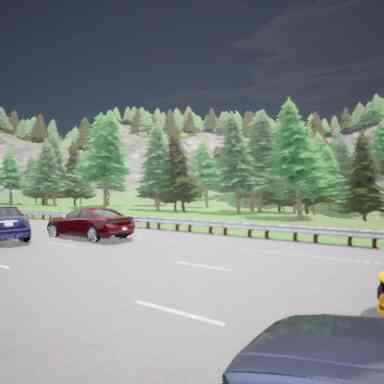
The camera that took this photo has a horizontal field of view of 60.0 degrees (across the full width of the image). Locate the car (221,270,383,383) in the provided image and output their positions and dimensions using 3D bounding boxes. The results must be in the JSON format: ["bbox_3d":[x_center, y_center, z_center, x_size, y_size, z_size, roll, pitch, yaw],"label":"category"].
[{"bbox_3d":[2.781,1.547,2.010,5.357,1.411,2.033,0,0,35],"label":"car"}]

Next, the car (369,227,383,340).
[{"bbox_3d":[5.345,1.477,4.480,5.008,1.535,1.882,0,0,36],"label":"car"}]

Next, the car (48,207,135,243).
[{"bbox_3d":[-4.997,1.478,16.155,5.008,1.535,1.882,0,0,35],"label":"car"}]

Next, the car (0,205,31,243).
[{"bbox_3d":[-9.220,1.352,14.865,4.553,1.767,2.097,0,0,35],"label":"car"}]
